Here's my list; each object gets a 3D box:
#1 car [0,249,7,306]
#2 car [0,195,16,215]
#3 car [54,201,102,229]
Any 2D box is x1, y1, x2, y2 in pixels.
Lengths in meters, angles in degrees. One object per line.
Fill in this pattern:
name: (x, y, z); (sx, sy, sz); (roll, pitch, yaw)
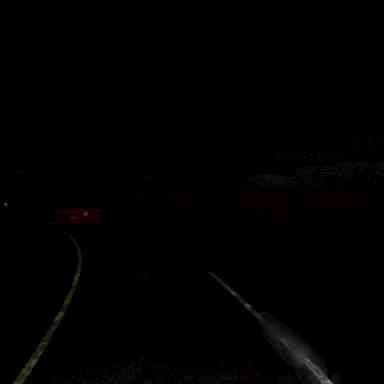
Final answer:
car: (-4.257, 1.495, 4.660); (2.128, 1.511, 4.902); (0, 0, -10)
car: (-20.320, 1.336, 33.974); (5.566, 2.045, 2.150); (-1, 0, 34)
car: (-7.679, 1.361, 22.169); (2.097, 1.767, 4.553); (-1, 0, -34)
